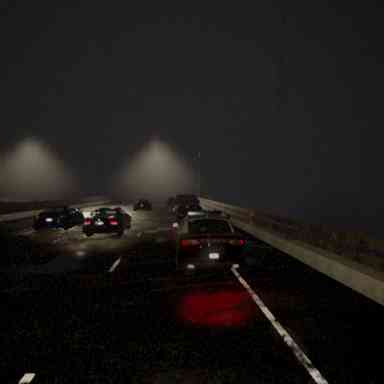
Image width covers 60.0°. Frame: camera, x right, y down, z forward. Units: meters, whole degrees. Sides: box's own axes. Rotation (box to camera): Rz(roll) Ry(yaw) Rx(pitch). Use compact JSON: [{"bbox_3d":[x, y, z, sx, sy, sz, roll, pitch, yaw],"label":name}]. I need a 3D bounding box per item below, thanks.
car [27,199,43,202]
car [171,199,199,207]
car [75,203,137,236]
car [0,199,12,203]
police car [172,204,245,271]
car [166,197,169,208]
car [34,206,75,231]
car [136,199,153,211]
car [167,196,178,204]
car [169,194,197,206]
[{"bbox_3d":[-20.148,1.555,42.417,1.895,1.301,4.718,0,0,-3],"label":"car"},{"bbox_3d":[-0.184,1.457,20.881,1.882,1.535,5.008,0,0,-3],"label":"car"},{"bbox_3d":[-4.481,1.529,18.174,2.033,1.411,5.357,0,0,-3],"label":"car"},{"bbox_3d":[-23.509,1.504,39.955,2.033,1.411,5.357,0,0,-3],"label":"car"},{"bbox_3d":[0.406,1.415,11.009,1.930,1.638,5.238,0,0,-3],"label":"police car"},{"bbox_3d":[-2.784,1.456,47.304,1.837,1.490,4.892,0,0,-3],"label":"car"},{"bbox_3d":[-8.136,1.543,20.670,1.994,1.385,4.181,0,0,-3],"label":"car"},{"bbox_3d":[-5.749,1.523,39.422,1.994,1.385,4.181,0,0,-3],"label":"car"},{"bbox_3d":[-3.776,1.480,63.387,2.033,1.411,5.357,0,0,-3],"label":"car"},{"bbox_3d":[-0.543,1.196,26.899,2.150,2.045,5.566,0,0,-3],"label":"car"}]
